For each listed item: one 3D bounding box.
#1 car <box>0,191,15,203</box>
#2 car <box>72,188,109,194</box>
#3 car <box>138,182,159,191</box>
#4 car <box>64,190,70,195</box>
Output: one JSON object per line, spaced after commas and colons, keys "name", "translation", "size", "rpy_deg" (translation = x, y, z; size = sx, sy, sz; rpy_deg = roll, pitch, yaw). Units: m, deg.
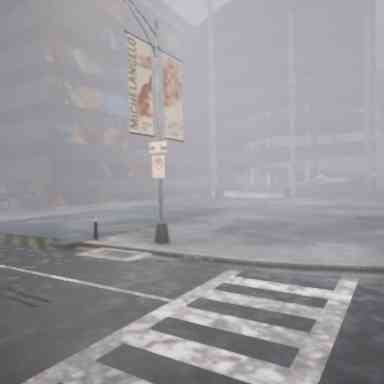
{"name": "car", "translation": [-23.699, 0.580, 41.020], "size": [4.786, 1.482, 2.161], "rpy_deg": [0, 2, 31]}
{"name": "car", "translation": [-11.145, 0.286, 38.178], "size": [4.674, 1.452, 2.002], "rpy_deg": [0, 2, 31]}
{"name": "car", "translation": [-8.404, -1.034, 66.900], "size": [5.566, 2.045, 2.435], "rpy_deg": [0, 2, 31]}
{"name": "car", "translation": [-17.307, 0.154, 50.701], "size": [4.718, 1.301, 1.895], "rpy_deg": [0, 2, 31]}
